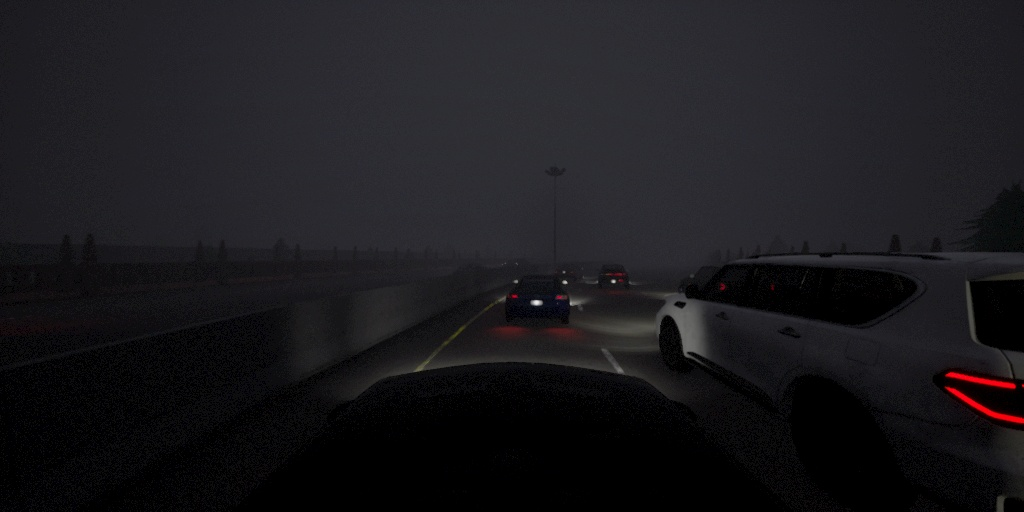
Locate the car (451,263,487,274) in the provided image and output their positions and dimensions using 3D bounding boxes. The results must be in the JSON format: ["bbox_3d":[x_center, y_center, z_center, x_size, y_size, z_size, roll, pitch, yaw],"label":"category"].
[{"bbox_3d":[-3.198,1.267,28.142,1.994,1.385,4.181,0,0,16],"label":"car"}]

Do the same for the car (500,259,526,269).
[{"bbox_3d":[0.191,1.196,54.706,1.837,1.490,4.892,0,-1,27],"label":"car"}]

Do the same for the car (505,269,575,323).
[{"bbox_3d":[0.940,1.306,12.264,1.994,1.385,4.181,0,0,7],"label":"car"}]

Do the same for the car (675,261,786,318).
[{"bbox_3d":[8.247,1.128,14.131,2.097,1.767,4.553,0,0,8],"label":"car"}]

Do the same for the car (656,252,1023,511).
[{"bbox_3d":[3.734,0.987,4.460,2.150,2.045,5.566,0,0,2],"label":"car"}]

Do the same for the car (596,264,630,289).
[{"bbox_3d":[6.644,1.261,23.668,1.837,1.490,4.892,0,0,14],"label":"car"}]

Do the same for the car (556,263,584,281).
[{"bbox_3d":[4.752,1.287,29.829,2.033,1.411,5.357,0,0,18],"label":"car"}]

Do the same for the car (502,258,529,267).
[{"bbox_3d":[0.654,1.050,47.776,2.097,1.767,4.553,0,0,26],"label":"car"}]
